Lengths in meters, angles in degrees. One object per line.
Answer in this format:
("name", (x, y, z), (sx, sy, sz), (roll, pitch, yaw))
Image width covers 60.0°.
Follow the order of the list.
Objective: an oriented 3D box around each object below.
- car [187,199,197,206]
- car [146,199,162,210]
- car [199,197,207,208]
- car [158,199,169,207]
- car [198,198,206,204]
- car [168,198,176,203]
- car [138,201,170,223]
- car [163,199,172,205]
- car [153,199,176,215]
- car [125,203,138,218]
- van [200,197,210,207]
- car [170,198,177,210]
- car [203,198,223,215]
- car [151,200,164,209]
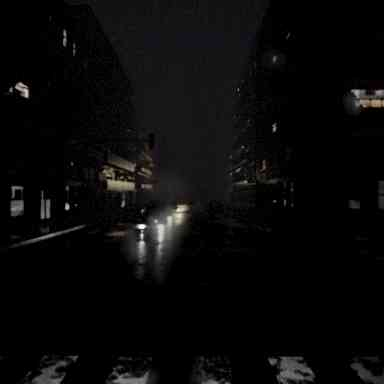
("car", (-0.065, 2.164, 68.128), (1.812, 1.442, 4.674), (0, -1, 0))
("car", (-5.749, 1.906, 50.677), (1.967, 1.590, 4.097), (0, -1, 0))
("car", (2.628, 2.074, 56.206), (2.008, 1.369, 4.403), (-1, -1, 0))
("car", (-5.763, 2.151, 67.089), (1.752, 1.417, 4.829), (0, -1, 0))
("car", (2.601, 2.341, 83.845), (1.887, 1.381, 4.507), (-1, -1, 0))
("car", (-5.789, 2.456, 94.897), (2.008, 1.369, 4.403), (-1, -1, 0))
("car", (-3.123, 1.779, 28.106), (1.812, 1.442, 4.674), (0, -1, 0))
("car", (-5.773, 2.319, 78.314), (1.802, 1.307, 4.206), (-1, -1, 0))
("car", (-3.115, 1.876, 38.420), (1.812, 1.442, 4.674), (0, -1, 0))
("car", (-5.731, 1.859, 34.093), (2.008, 1.369, 4.403), (0, -1, 0))
("van", (2.615, 1.972, 67.263), (1.690, 1.788, 3.998), (-1, -1, 0))
("car", (-3.121, 1.999, 49.045), (2.033, 1.411, 5.357), (0, -1, 0))
("car", (2.642, 1.805, 39.624), (1.967, 1.590, 4.097), (0, -1, 0))
("car", (-5.753, 2.101, 56.203), (1.802, 1.307, 4.206), (0, -1, 0))
